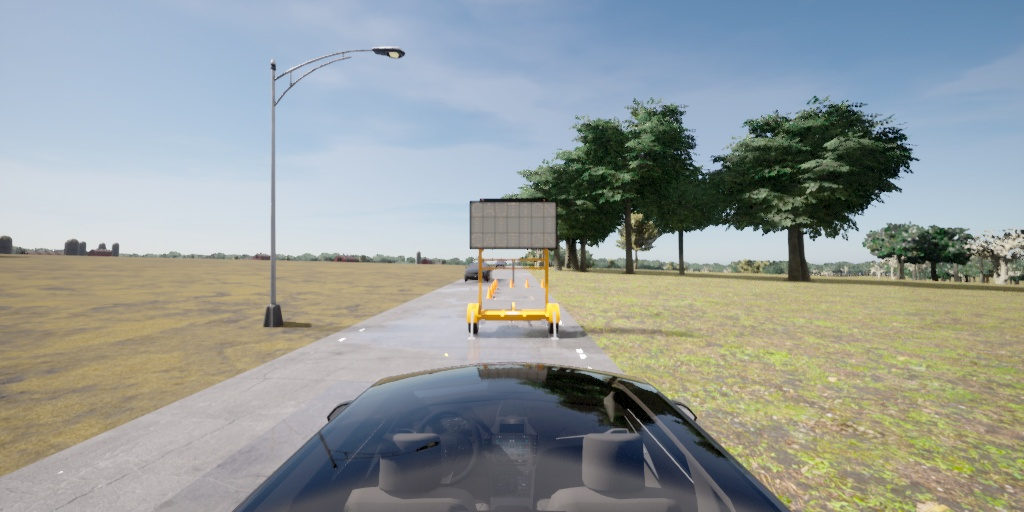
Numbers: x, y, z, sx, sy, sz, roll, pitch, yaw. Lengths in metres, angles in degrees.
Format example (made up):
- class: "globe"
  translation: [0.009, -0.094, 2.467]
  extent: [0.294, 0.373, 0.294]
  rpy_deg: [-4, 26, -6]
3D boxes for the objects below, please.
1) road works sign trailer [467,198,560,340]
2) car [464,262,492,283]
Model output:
- class: "road works sign trailer"
  translation: [0.040, 0.218, 9.972]
  extent: [2.380, 3.560, 2.880]
  rpy_deg: [0, 0, 0]
- class: "car"
  translation: [-2.668, 1.267, 28.919]
  extent: [1.882, 1.535, 5.008]
  rpy_deg: [0, 0, 0]
